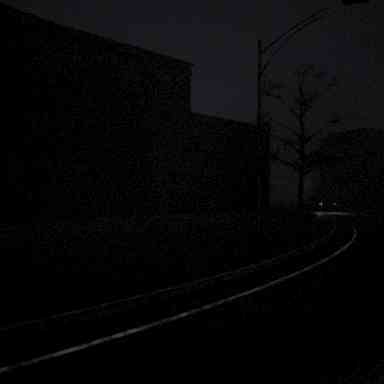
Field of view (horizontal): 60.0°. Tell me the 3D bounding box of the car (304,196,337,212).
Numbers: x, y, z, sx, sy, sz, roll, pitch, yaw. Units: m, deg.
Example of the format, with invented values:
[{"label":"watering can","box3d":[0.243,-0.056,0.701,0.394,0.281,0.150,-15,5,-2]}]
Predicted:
[{"label":"car","box3d":[14.362,1.222,37.373,2.097,1.767,4.553,1,0,-4]}]
